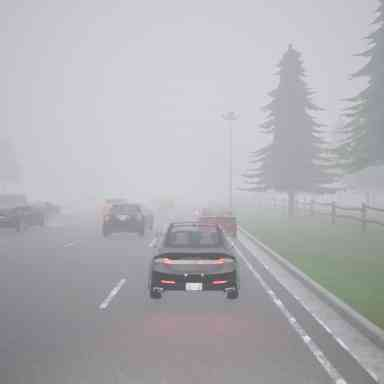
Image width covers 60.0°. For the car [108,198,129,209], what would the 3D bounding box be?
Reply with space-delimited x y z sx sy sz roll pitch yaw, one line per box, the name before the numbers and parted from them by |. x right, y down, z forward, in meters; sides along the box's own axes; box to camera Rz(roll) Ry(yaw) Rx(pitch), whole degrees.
car | -10.373 1.601 47.011 1.895 1.301 4.718 0 0 0

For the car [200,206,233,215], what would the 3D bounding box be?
car | 1.235 1.478 17.760 1.882 1.535 5.008 0 0 0

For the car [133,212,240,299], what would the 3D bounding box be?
car | 0.057 1.492 8.419 2.128 1.511 4.902 0 0 0

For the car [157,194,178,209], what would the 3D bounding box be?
car | -3.372 1.477 45.384 1.882 1.535 5.008 0 0 0

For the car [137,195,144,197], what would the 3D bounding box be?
car | -13.948 1.524 89.212 1.812 1.442 4.674 0 0 0

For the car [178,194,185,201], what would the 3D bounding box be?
car | -3.450 1.540 85.115 2.033 1.411 5.357 0 0 0

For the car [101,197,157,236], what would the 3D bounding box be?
car | -3.389 1.352 18.421 2.097 1.767 4.553 0 0 0

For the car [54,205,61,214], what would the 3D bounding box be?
car | -14.094 1.601 31.696 1.895 1.301 4.718 0 0 -3

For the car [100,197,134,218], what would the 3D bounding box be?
car | -6.881 1.352 30.900 2.097 1.767 4.553 0 0 0

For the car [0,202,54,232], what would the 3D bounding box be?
car | -10.388 1.504 19.972 1.837 1.490 4.892 0 0 0

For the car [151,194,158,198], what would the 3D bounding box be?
car | -6.866 1.525 61.262 1.812 1.442 4.674 0 0 0
